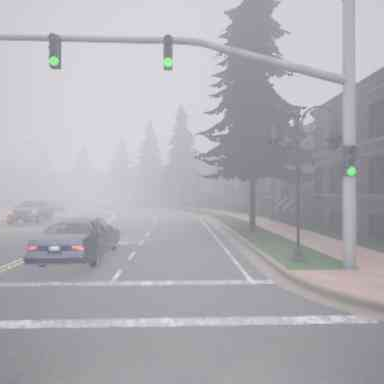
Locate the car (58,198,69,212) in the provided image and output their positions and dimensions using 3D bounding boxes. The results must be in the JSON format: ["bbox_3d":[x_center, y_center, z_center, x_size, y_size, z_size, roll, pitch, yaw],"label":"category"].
[{"bbox_3d":[-15.311,1.552,37.367,1.837,1.490,4.892,0,0,-25],"label":"car"}]

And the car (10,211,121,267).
[{"bbox_3d":[-3.784,1.560,11.412,2.033,1.411,5.357,0,0,-2],"label":"car"}]

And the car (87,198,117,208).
[{"bbox_3d":[-13.050,1.648,47.845,1.895,1.301,4.718,0,0,-37],"label":"car"}]

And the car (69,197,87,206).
[{"bbox_3d":[-19.806,1.555,55.456,4.902,1.511,2.128,0,0,41],"label":"car"}]

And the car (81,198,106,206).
[{"bbox_3d":[-17.102,1.661,57.729,4.718,1.301,1.895,0,0,41],"label":"car"}]

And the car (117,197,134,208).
[{"bbox_3d":[-10.419,1.549,50.178,1.837,1.490,4.892,0,0,-37],"label":"car"}]

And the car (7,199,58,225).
[{"bbox_3d":[-11.825,1.385,24.631,2.097,1.767,4.553,0,0,-7],"label":"car"}]
